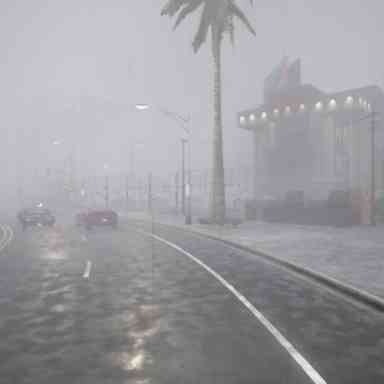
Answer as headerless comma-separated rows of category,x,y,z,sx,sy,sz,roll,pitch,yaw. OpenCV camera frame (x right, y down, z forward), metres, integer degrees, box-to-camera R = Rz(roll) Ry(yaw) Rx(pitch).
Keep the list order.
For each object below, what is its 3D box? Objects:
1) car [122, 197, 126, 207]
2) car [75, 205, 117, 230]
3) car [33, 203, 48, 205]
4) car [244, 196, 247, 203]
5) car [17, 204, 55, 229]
car,-11.425,1.566,55.064,4.553,1.767,2.185,0,0,42
car,-6.531,1.606,22.311,1.882,1.535,5.008,0,-1,-30
car,-15.794,1.799,33.875,4.718,1.301,1.895,0,0,45
car,8.658,1.702,52.283,4.674,1.452,2.002,0,0,42
car,-10.744,1.733,22.653,1.895,1.301,4.718,0,0,-33
